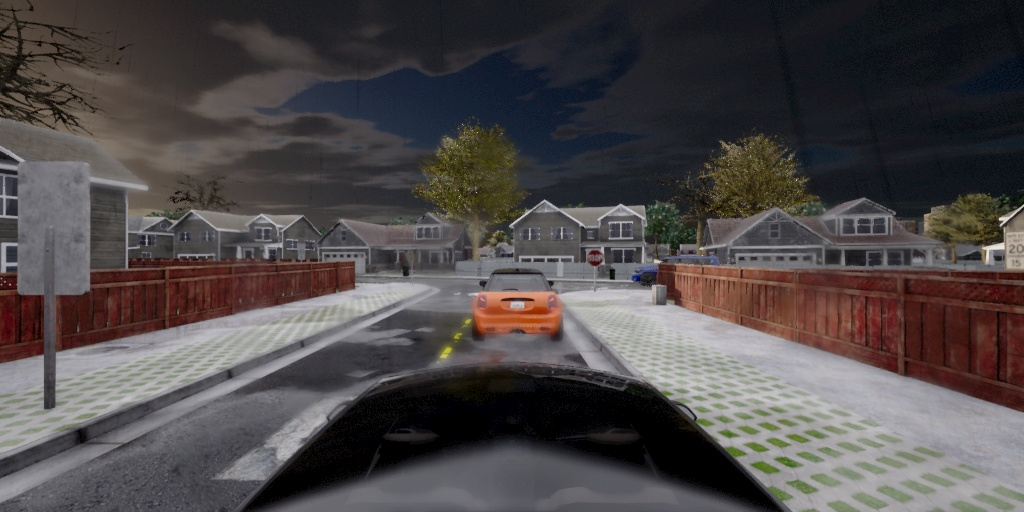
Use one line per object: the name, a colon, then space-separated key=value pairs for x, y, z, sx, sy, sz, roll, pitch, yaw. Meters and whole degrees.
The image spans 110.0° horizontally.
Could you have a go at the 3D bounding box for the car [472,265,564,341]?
car: x=0.132 y=1.103 z=10.016 sx=2.097 sy=1.767 sz=4.553 roll=0 pitch=0 yaw=0

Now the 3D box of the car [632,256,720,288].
car: x=10.830 y=1.042 z=23.697 sx=5.566 sy=2.045 sz=2.150 roll=0 pitch=0 yaw=18

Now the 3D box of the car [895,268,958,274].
car: x=22.426 y=1.389 z=19.757 sx=4.892 sy=1.490 sz=1.837 roll=1 pitch=0 yaw=20
